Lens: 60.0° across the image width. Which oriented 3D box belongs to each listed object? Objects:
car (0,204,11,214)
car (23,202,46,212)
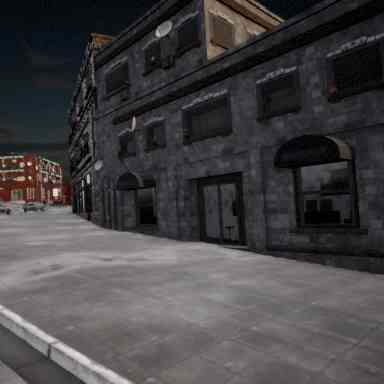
[{"bbox_3d":[-23.133,2.075,39.201,1.812,1.442,4.674,-3,-1,-5],"label":"car"},{"bbox_3d":[-24.102,2.254,51.037,2.128,1.511,4.902,-3,-1,-3],"label":"car"}]
